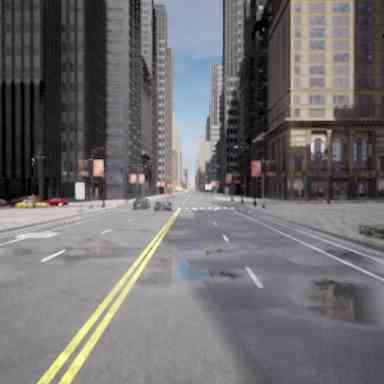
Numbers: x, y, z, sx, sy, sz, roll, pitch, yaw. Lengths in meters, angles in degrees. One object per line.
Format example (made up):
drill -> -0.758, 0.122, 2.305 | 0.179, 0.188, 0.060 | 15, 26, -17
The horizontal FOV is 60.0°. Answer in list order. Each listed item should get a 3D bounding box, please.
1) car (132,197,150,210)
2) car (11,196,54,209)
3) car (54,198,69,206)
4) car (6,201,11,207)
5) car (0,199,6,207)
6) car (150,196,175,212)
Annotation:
car -> -6.475, 1.476, 42.863 | 1.837, 1.490, 4.892 | 0, 0, 0
car -> -23.820, 1.809, 49.716 | 4.829, 1.417, 1.752 | -1, 1, 0
car -> -23.956, 1.788, 58.244 | 4.507, 1.381, 1.887 | -1, 1, 0
car -> -29.047, 1.628, 58.259 | 5.009, 1.841, 2.192 | -1, 1, 0
car -> -34.130, 1.964, 58.283 | 4.206, 1.307, 1.802 | -1, 1, 0
car -> -3.274, 1.538, 38.428 | 1.994, 1.385, 4.181 | 0, 0, 1
